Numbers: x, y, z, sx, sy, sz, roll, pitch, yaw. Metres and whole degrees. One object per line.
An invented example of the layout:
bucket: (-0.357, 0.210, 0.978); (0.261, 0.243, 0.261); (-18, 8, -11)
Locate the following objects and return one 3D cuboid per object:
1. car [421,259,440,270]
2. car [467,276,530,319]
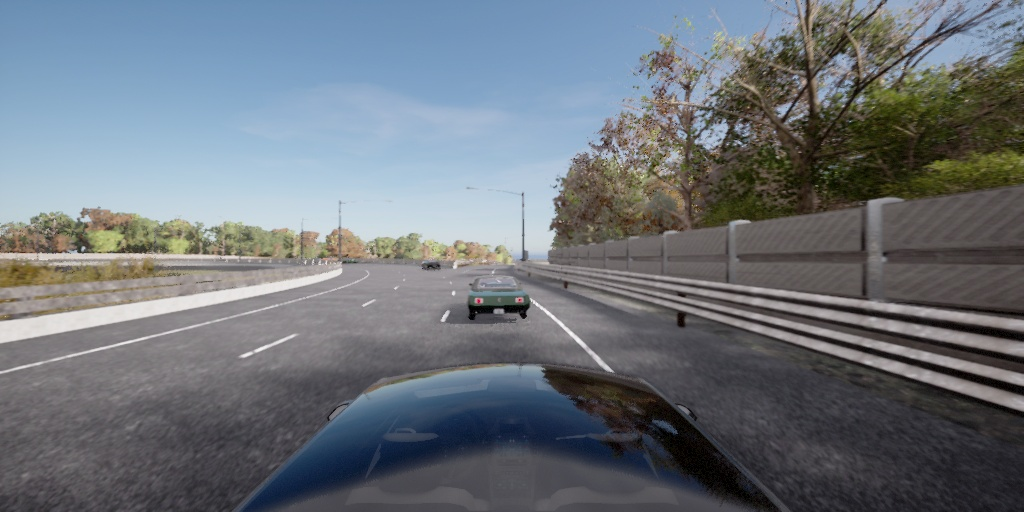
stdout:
car: (-11.837, 1.231, 52.076); (1.882, 1.535, 5.008); (0, 0, -26)
car: (-0.601, 1.345, 12.822); (1.895, 1.301, 4.718); (0, 0, -6)
